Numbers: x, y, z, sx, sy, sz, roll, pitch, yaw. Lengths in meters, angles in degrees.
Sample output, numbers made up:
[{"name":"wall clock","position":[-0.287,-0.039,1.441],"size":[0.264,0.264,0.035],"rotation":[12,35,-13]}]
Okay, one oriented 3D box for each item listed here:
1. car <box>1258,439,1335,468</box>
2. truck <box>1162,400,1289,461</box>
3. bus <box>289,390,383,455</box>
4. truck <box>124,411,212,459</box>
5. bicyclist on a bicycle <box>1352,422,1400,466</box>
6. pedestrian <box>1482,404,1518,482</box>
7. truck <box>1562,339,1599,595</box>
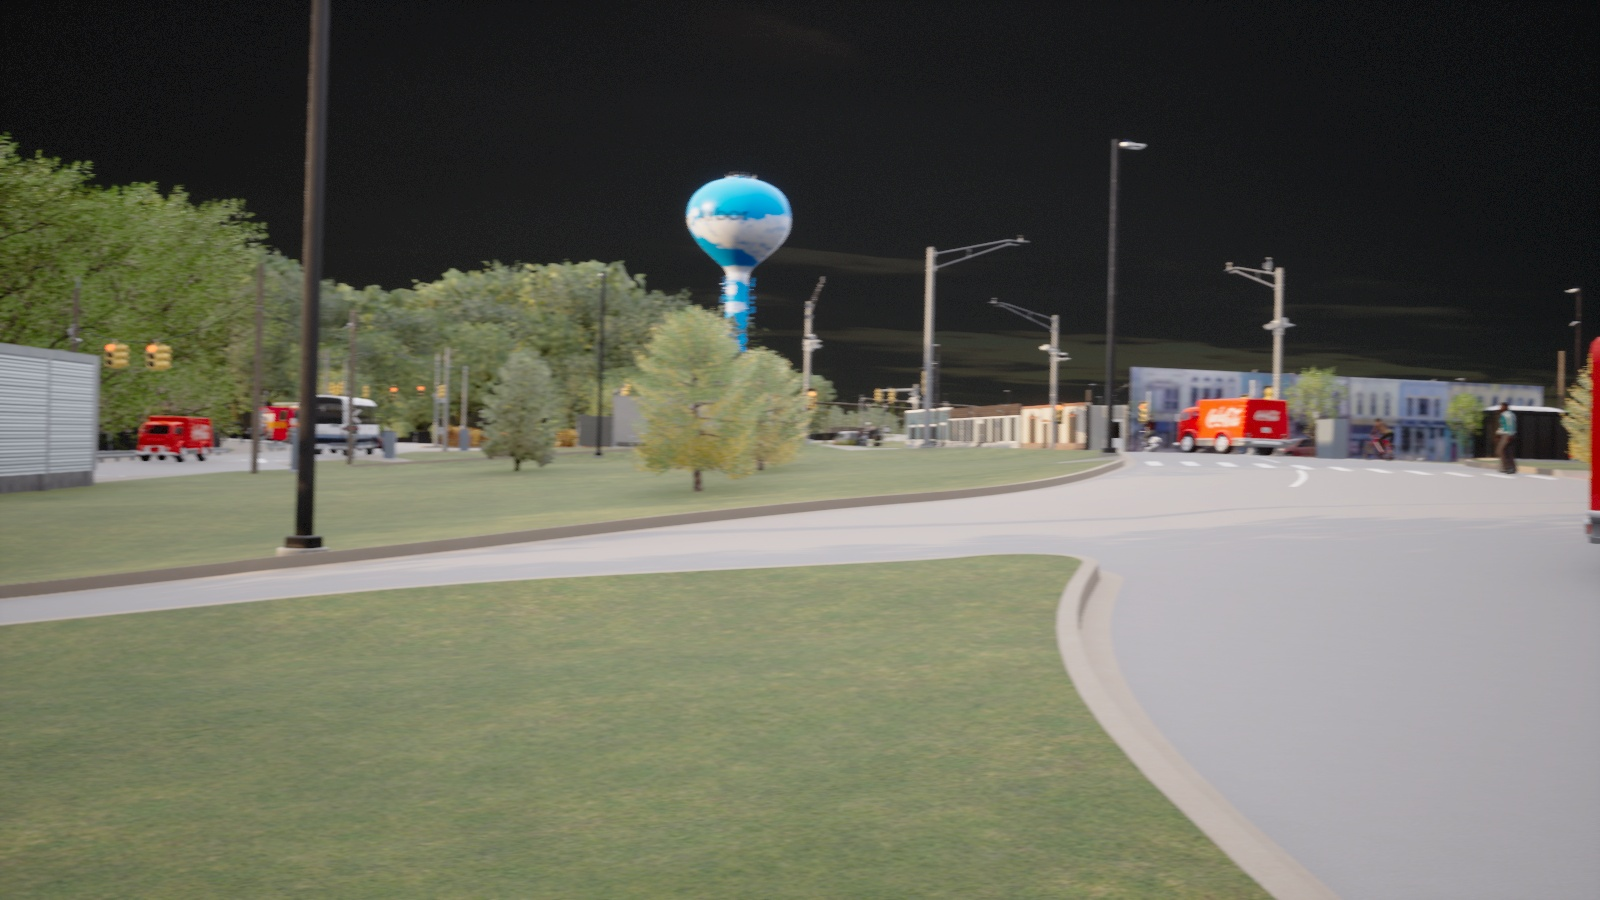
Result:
[{"name":"car","position":[30.298,0.231,76.737],"size":[3.988,1.617,1.851],"rotation":[3,-1,-13]},{"name":"truck","position":[18.698,-0.838,55.449],"size":[2.627,2.467,5.204],"rotation":[2,0,-18]},{"name":"bus","position":[-33.694,-1.984,91.735],"size":[3.944,4.253,10.273],"rotation":[3,1,-6]},{"name":"truck","position":[-34.604,-0.843,68.940],"size":[2.627,2.467,5.204],"rotation":[2,1,-6]},{"name":"bicyclist on a bicycle","position":[21.649,-0.230,47.245],"size":[0.582,1.620,1.656],"rotation":[2,0,-21]},{"name":"pedestrian","position":[17.730,-0.177,31.806],"size":[0.692,1.930,0.396],"rotation":[2,-1,16]},{"name":"truck","position":[9.193,0.127,9.961],"size":[2.627,2.467,5.204],"rotation":[-5,2,-6]}]
